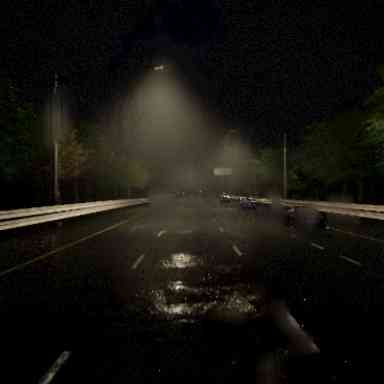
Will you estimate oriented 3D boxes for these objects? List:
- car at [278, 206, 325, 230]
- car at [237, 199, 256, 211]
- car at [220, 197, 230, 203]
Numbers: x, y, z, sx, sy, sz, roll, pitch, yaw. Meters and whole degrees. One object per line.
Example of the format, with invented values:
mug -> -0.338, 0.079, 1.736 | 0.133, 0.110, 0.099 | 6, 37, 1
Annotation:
car -> 7.023, 1.615, 21.699 | 1.994, 1.385, 4.181 | 0, 0, 0
car -> 7.097, 1.666, 43.514 | 2.033, 1.411, 5.357 | 0, 0, 0
car -> 7.289, 1.783, 73.919 | 1.994, 1.385, 4.181 | 0, 0, 0
